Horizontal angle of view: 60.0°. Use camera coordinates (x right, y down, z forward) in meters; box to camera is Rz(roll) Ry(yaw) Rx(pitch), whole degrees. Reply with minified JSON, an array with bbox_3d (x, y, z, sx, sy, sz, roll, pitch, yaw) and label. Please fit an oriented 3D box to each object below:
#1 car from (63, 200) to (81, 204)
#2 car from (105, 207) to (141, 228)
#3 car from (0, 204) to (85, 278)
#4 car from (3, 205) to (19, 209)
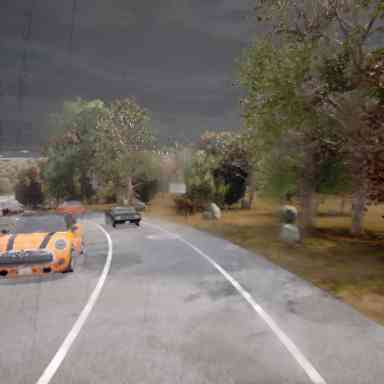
[{"bbox_3d":[-14.358,1.831,39.200,2.097,1.767,4.553,-4,1,-37],"label":"car"},{"bbox_3d":[-5.035,1.711,23.668,1.895,1.301,4.718,-2,0,-22],"label":"car"},{"bbox_3d":[-4.701,1.440,10.574,2.097,1.767,4.553,-1,0,-13],"label":"car"},{"bbox_3d":[-25.087,2.561,46.738,1.882,1.535,5.008,-5,1,-42],"label":"car"}]
